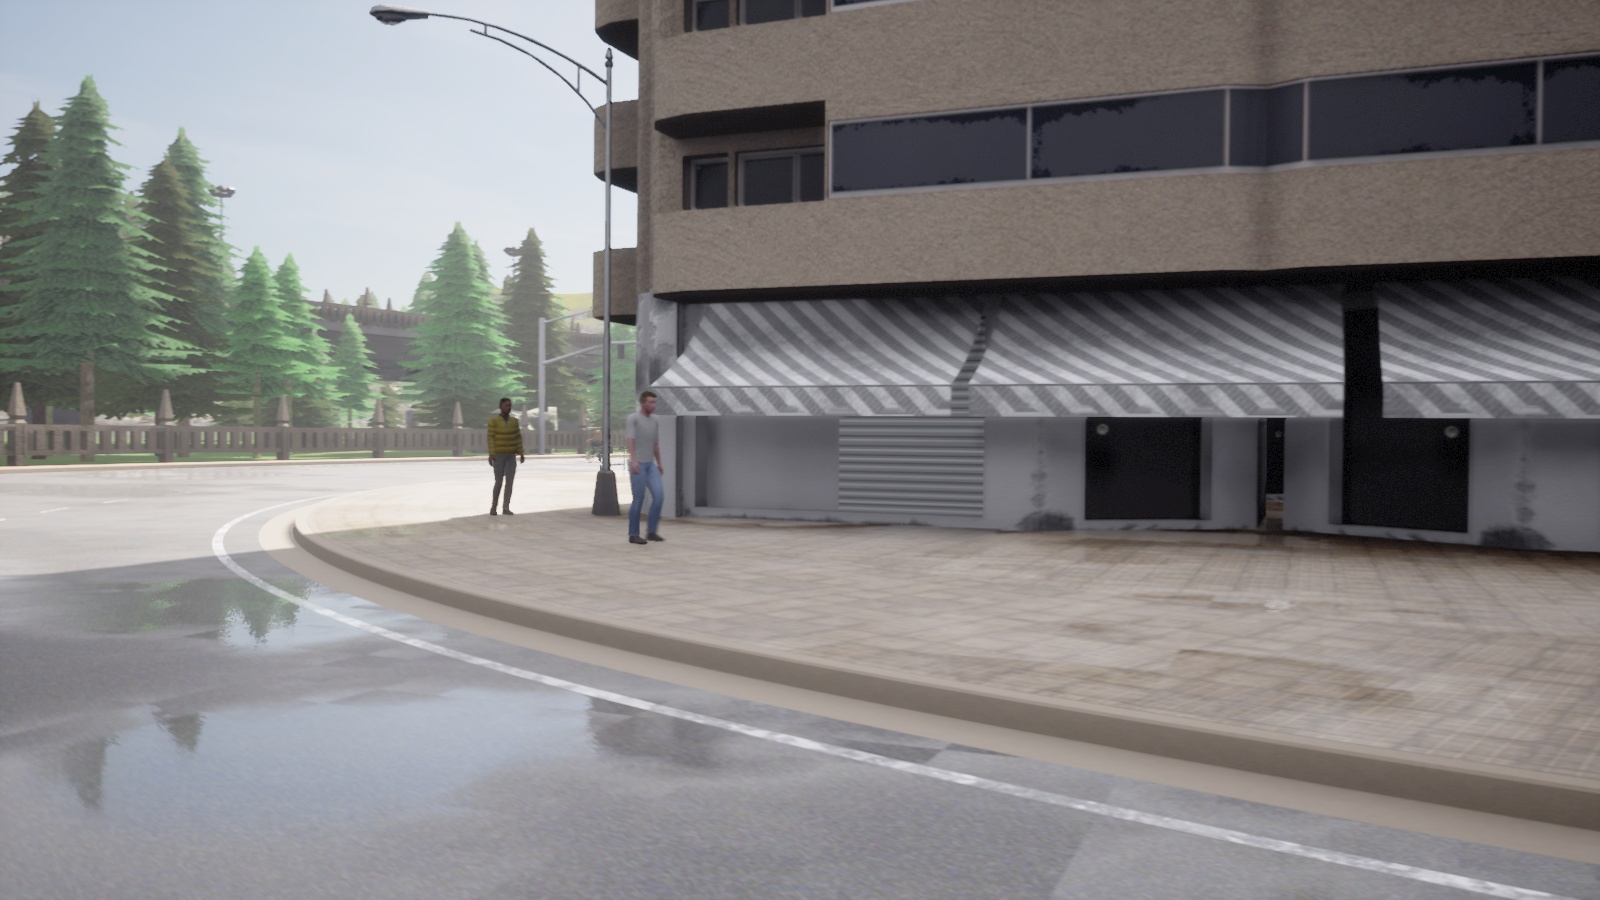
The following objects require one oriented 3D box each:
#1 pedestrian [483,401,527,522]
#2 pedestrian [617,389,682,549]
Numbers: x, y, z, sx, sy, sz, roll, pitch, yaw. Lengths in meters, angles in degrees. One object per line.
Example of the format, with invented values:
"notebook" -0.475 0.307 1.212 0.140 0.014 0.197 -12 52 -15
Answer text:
"pedestrian" -4.585 0.176 19.506 0.431 1.840 0.709 -1 1 -33
"pedestrian" -1.768 0.212 14.735 0.706 1.836 0.354 0 1 38
